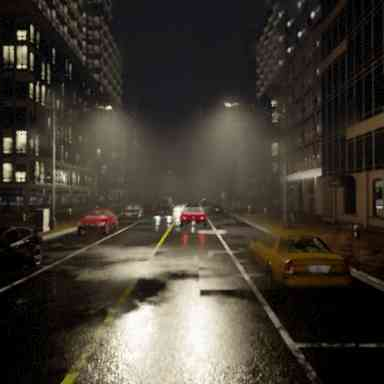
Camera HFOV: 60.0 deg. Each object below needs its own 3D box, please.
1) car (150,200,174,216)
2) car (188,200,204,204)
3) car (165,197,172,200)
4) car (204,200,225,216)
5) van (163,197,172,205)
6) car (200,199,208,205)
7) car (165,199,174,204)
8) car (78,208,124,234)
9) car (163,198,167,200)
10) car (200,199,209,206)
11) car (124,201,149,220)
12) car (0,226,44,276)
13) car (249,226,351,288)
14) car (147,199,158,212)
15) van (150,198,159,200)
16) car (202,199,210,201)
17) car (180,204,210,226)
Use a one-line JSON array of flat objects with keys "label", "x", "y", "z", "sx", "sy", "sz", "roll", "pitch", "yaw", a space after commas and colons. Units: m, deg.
[{"label": "car", "x": -3.056, "y": 1.924, "z": 36.518, "sx": 1.994, "sy": 1.385, "sz": 4.181, "roll": 0, "pitch": -1, "yaw": 0}, {"label": "car", "x": 0.098, "y": 1.974, "z": 41.988, "sx": 1.994, "sy": 1.385, "sz": 4.181, "roll": 0, "pitch": -1, "yaw": 0}, {"label": "car", "x": -5.691, "y": 2.129, "z": 71.822, "sx": 1.967, "sy": 1.590, "sz": 4.097, "roll": 0, "pitch": -1, "yaw": 0}, {"label": "car", "x": 2.691, "y": 1.936, "z": 37.657, "sx": 1.947, "sy": 1.339, "sz": 4.313, "roll": 0, "pitch": -1, "yaw": 0}, {"label": "van", "x": -5.690, "y": 2.082, "z": 77.515, "sx": 1.690, "sy": 1.788, "sz": 3.998, "roll": 0, "pitch": -1, "yaw": 0}, {"label": "car", "x": 2.689, "y": 2.268, "z": 77.669, "sx": 1.752, "sy": 1.417, "sz": 4.829, "roll": 0, "pitch": -1, "yaw": 0}, {"label": "car", "x": -5.692, "y": 2.358, "z": 83.205, "sx": 1.947, "sy": 1.339, "sz": 4.313, "roll": 0, "pitch": -1, "yaw": 0}, {"label": "car", "x": -5.688, "y": 1.787, "z": 20.592, "sx": 1.802, "sy": 1.307, "sz": 4.206, "roll": 0, "pitch": -1, "yaw": 0}, {"label": "car", "x": -5.690, "y": 2.113, "z": 54.745, "sx": 1.802, "sy": 1.307, "sz": 4.206, "roll": 0, "pitch": -1, "yaw": 0}, {"label": "car", "x": 2.689, "y": 2.271, "z": 71.807, "sx": 1.802, "sy": 1.307, "sz": 4.206, "roll": 0, "pitch": -1, "yaw": 0}, {"label": "car", "x": -5.689, "y": 1.866, "z": 31.977, "sx": 2.008, "sy": 1.369, "sz": 4.403, "roll": 0, "pitch": -1, "yaw": 0}, {"label": "car", "x": -5.688, "y": 1.660, "z": 9.210, "sx": 1.947, "sy": 1.339, "sz": 4.313, "roll": 0, "pitch": -1, "yaw": 0}, {"label": "car", "x": 2.693, "y": 1.621, "z": 9.367, "sx": 1.752, "sy": 1.417, "sz": 4.829, "roll": 0, "pitch": -1, "yaw": 0}, {"label": "car", "x": -5.690, "y": 1.969, "z": 43.361, "sx": 1.887, "sy": 1.381, "sz": 4.507, "roll": 0, "pitch": -1, "yaw": 0}, {"label": "van", "x": -5.689, "y": 1.819, "z": 49.056, "sx": 1.690, "sy": 1.788, "sz": 3.998, "roll": 0, "pitch": -1, "yaw": 0}, {"label": "car", "x": 2.691, "y": 2.025, "z": 60.424, "sx": 1.967, "sy": 1.590, "sz": 4.097, "roll": 0, "pitch": -1, "yaw": 0}, {"label": "car", "x": 0.099, "y": 1.853, "z": 25.387, "sx": 1.895, "sy": 1.301, "sz": 4.718, "roll": 0, "pitch": -1, "yaw": 0}]
